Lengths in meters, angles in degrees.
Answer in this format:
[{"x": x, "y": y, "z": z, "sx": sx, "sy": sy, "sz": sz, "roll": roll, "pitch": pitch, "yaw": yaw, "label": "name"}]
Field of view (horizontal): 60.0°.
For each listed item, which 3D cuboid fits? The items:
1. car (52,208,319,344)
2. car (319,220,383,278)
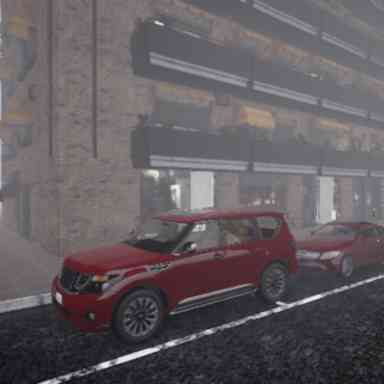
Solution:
[{"x": 0.008, "y": 1.293, "z": 6.571, "sx": 5.009, "sy": 1.841, "sz": 2.192, "roll": 0, "pitch": 0, "yaw": -36, "label": "car"}, {"x": 4.590, "y": 1.523, "z": 9.857, "sx": 4.206, "sy": 1.307, "sz": 1.802, "roll": 0, "pitch": 0, "yaw": -36, "label": "car"}]
